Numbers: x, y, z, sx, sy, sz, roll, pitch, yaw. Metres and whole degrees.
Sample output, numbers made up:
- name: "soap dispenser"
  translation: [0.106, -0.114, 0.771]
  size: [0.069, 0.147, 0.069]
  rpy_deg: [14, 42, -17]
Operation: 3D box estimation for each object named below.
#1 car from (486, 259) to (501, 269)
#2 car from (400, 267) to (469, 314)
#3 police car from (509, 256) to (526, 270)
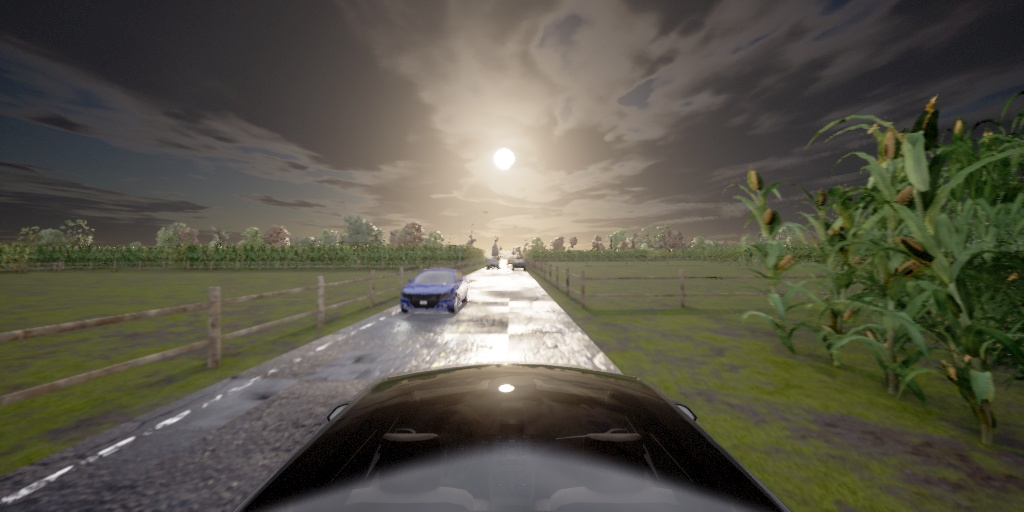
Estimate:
- name: "car"
  translation: [-2.819, 1.232, 54.677]
  size: [1.837, 1.490, 4.892]
  rpy_deg: [0, 0, 0]
- name: "car"
  translation: [-2.852, 1.227, 14.050]
  size: [1.882, 1.535, 5.008]
  rpy_deg: [0, 0, 0]
- name: "police car"
  translation: [0.956, 1.155, 51.290]
  size: [1.930, 1.638, 5.238]
  rpy_deg: [0, 0, 0]
